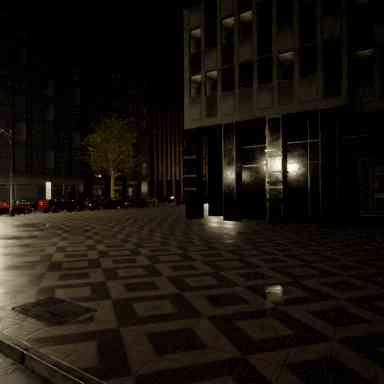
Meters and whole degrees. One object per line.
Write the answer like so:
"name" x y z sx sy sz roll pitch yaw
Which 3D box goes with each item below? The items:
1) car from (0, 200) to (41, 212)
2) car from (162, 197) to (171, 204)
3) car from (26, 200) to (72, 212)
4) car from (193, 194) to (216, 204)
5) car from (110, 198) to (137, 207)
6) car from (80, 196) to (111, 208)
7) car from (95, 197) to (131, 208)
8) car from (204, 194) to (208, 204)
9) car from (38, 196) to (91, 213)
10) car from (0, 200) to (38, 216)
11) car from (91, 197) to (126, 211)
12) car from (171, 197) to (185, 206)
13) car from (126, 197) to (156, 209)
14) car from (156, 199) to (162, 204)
"car" -20.704 1.644 40.030 1.947 1.339 4.313 -1 0 35
"car" -4.634 1.577 63.201 1.947 1.339 4.313 -1 0 35
"car" -17.211 1.640 40.238 1.895 1.301 4.718 -1 0 35
"car" 2.450 1.286 62.985 2.097 1.767 4.553 -1 0 35
"car" -11.062 1.615 53.932 1.802 1.307 4.206 -1 0 35
"car" -14.278 1.486 49.298 1.967 1.590 4.097 -1 0 35
"car" -11.457 1.503 48.510 2.128 1.511 4.902 -1 0 35
"car" 2.364 1.224 58.338 2.192 1.841 5.009 -1 0 35
"car" -13.703 1.292 35.171 2.192 1.841 5.009 -1 0 35
"car" -16.914 1.578 30.536 1.802 1.307 4.206 -1 0 35
"car" -10.487 1.526 39.803 1.947 1.339 4.313 -1 0 35
"car" -0.848 1.464 53.703 1.887 1.381 4.507 -1 0 35
"car" -7.274 1.511 44.435 1.947 1.339 4.313 -1 0 35
"car" -7.946 1.547 58.426 1.752 1.417 4.829 -1 0 35
